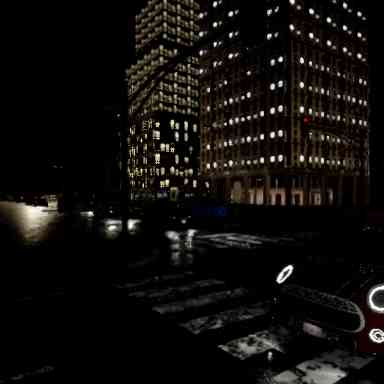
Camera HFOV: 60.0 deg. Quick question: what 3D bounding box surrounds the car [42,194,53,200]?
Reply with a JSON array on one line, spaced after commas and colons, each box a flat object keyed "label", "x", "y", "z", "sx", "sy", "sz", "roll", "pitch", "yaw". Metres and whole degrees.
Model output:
[{"label": "car", "x": -36.205, "y": 1.263, "z": 83.414, "sx": 1.752, "sy": 1.417, "sz": 4.829, "roll": 1, "pitch": 0, "yaw": -34}]

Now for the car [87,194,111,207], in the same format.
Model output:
[{"label": "car", "x": -14.359, "y": 1.234, "z": 51.171, "sx": 2.192, "sy": 1.841, "sz": 5.009, "roll": 0, "pitch": 0, "yaw": -34}]

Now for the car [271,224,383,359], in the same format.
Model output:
[{"label": "car", "x": 3.569, "y": 1.424, "z": 6.110, "sx": 4.553, "sy": 1.767, "sz": 2.097, "roll": 1, "pitch": 0, "yaw": -36}]

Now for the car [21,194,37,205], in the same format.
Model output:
[{"label": "car", "x": -24.406, "y": 1.423, "z": 51.056, "sx": 2.008, "sy": 1.369, "sz": 4.403, "roll": 1, "pitch": 0, "yaw": -34}]

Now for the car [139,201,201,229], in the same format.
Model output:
[{"label": "car", "x": -1.863, "y": 1.535, "z": 22.394, "sx": 2.128, "sy": 1.511, "sz": 4.902, "roll": 0, "pitch": 0, "yaw": -34}]

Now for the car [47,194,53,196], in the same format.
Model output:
[{"label": "car", "x": -33.003, "y": 1.315, "z": 78.687, "sx": 2.008, "sy": 1.369, "sz": 4.403, "roll": 1, "pitch": 0, "yaw": -34}]

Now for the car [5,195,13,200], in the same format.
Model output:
[{"label": "car", "x": -43.048, "y": 1.299, "z": 78.572, "sx": 1.802, "sy": 1.307, "sz": 4.206, "roll": 1, "pitch": 0, "yaw": -34}]

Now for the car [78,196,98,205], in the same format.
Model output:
[{"label": "car", "x": -17.468, "y": 1.438, "z": 55.757, "sx": 1.887, "sy": 1.381, "sz": 4.507, "roll": 1, "pitch": 0, "yaw": -34}]

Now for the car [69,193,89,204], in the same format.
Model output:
[{"label": "car", "x": -20.574, "y": 1.183, "z": 60.344, "sx": 2.192, "sy": 1.841, "sz": 5.009, "roll": 1, "pitch": 0, "yaw": -34}]

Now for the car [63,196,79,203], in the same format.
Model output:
[{"label": "car", "x": -23.682, "y": 1.408, "z": 64.930, "sx": 1.947, "sy": 1.339, "sz": 4.313, "roll": 1, "pitch": 0, "yaw": -34}]

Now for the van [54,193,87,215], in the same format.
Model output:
[{"label": "van", "x": -11.977, "y": 1.314, "z": 32.713, "sx": 1.690, "sy": 1.788, "sz": 3.998, "roll": 0, "pitch": 0, "yaw": -34}]

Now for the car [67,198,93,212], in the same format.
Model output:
[{"label": "car", "x": -13.264, "y": 1.478, "z": 39.239, "sx": 1.812, "sy": 1.442, "sz": 4.674, "roll": 0, "pitch": 0, "yaw": -34}]

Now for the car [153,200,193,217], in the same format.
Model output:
[{"label": "car", "x": -1.916, "y": 1.564, "z": 32.844, "sx": 1.887, "sy": 1.381, "sz": 4.507, "roll": 0, "pitch": 0, "yaw": -34}]

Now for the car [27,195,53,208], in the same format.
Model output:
[{"label": "car", "x": -21.299, "y": 1.463, "z": 46.471, "sx": 1.947, "sy": 1.339, "sz": 4.313, "roll": 1, "pitch": 0, "yaw": -34}]

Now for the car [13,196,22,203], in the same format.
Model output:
[{"label": "car", "x": -30.620, "y": 1.402, "z": 60.229, "sx": 1.802, "sy": 1.307, "sz": 4.206, "roll": 1, "pitch": 0, "yaw": -34}]

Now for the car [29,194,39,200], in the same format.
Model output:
[{"label": "car", "x": -40.124, "y": 1.235, "z": 84.396, "sx": 1.812, "sy": 1.442, "sz": 4.674, "roll": 0, "pitch": 0, "yaw": -34}]

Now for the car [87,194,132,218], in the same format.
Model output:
[{"label": "car", "x": -7.484, "y": 1.220, "z": 30.687, "sx": 2.150, "sy": 2.045, "sz": 5.566, "roll": 0, "pitch": 0, "yaw": -34}]

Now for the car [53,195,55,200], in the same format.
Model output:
[{"label": "car", "x": -26.787, "y": 1.131, "z": 69.516, "sx": 2.192, "sy": 1.841, "sz": 5.009, "roll": 1, "pitch": 0, "yaw": -34}]

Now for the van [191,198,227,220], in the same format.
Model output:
[{"label": "van", "x": 1.267, "y": 1.386, "z": 28.310, "sx": 1.690, "sy": 1.788, "sz": 3.998, "roll": 0, "pitch": 0, "yaw": -34}]
